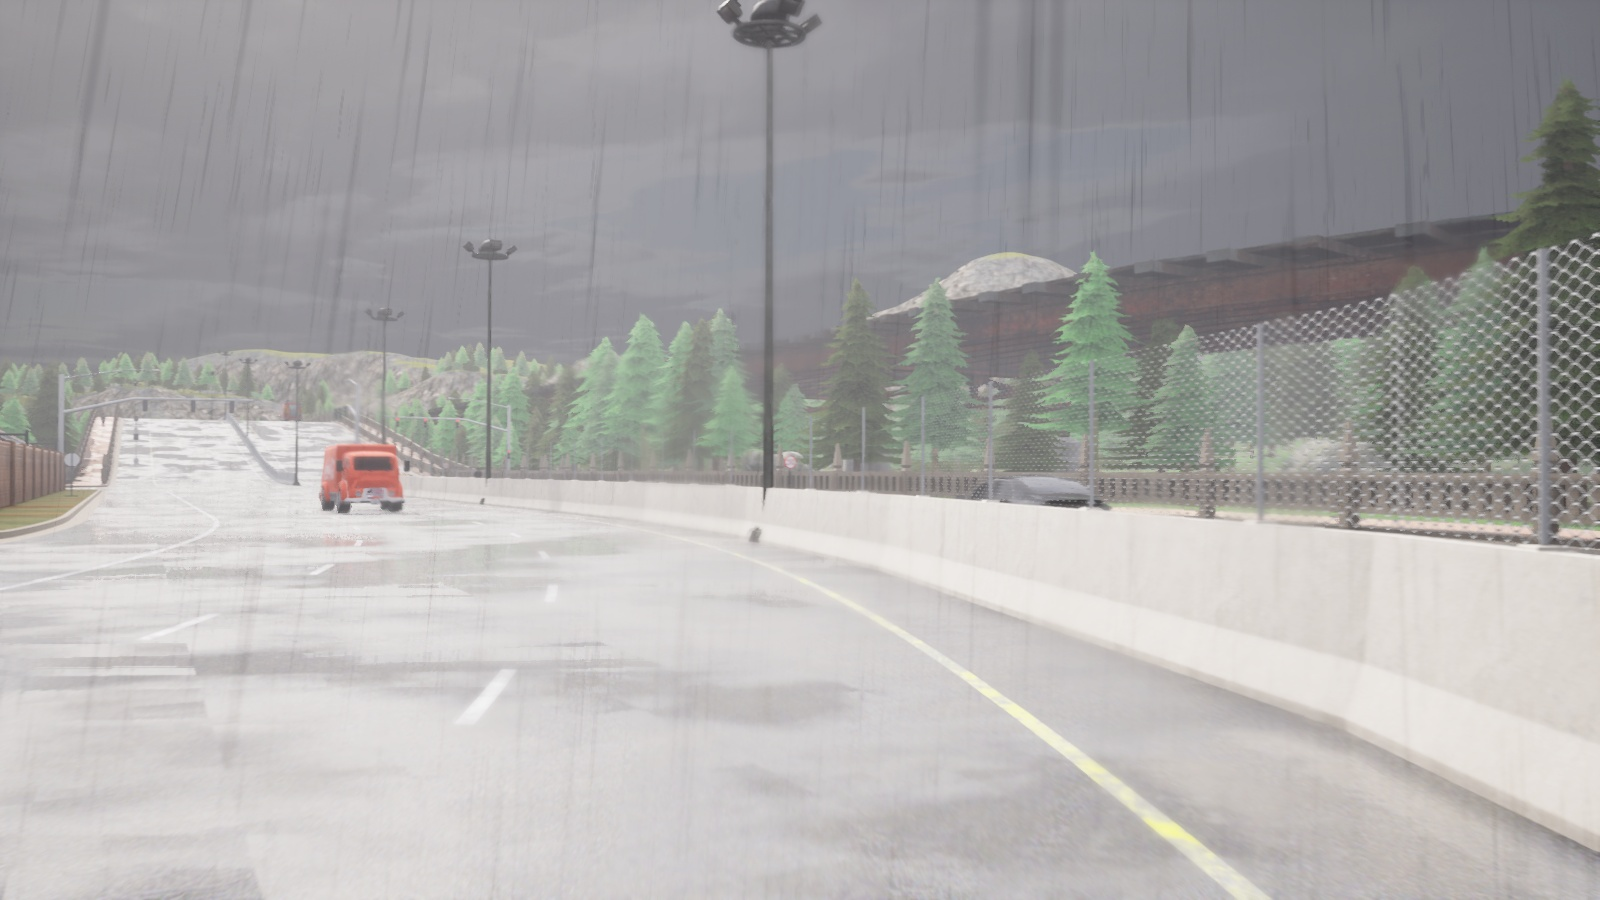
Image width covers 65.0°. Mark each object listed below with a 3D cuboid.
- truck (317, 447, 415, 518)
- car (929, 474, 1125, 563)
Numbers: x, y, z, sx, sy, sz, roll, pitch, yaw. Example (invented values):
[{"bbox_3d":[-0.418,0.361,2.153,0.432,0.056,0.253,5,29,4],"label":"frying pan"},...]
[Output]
[{"bbox_3d":[-16.019,1.176,46.154,2.627,2.467,5.204,0,-1,-28],"label":"truck"},{"bbox_3d":[4.127,1.199,23.771,1.837,1.490,4.892,0,-1,-13],"label":"car"}]
